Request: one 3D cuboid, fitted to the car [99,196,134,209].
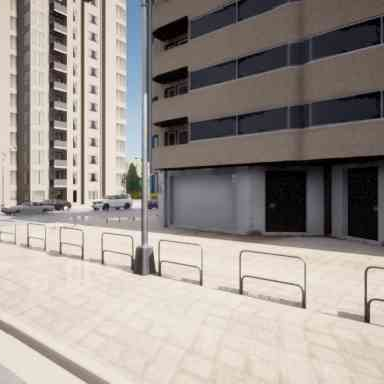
[{"bbox_3d":[-10.695,1.418,47.239,2.097,1.767,4.553,0,0,39],"label":"car"}]

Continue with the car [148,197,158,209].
[{"bbox_3d":[-3.678,1.416,44.561,2.097,1.767,4.553,0,0,38],"label":"car"}]

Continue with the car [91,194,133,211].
[{"bbox_3d":[-10.115,1.287,42.368,2.150,2.045,5.566,0,0,39],"label":"car"}]

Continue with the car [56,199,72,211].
[{"bbox_3d":[-16.797,1.571,39.599,1.837,1.490,4.892,0,0,38],"label":"car"}]

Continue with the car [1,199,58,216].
[{"bbox_3d":[-16.746,1.666,34.042,1.895,1.301,4.718,0,0,38],"label":"car"}]
